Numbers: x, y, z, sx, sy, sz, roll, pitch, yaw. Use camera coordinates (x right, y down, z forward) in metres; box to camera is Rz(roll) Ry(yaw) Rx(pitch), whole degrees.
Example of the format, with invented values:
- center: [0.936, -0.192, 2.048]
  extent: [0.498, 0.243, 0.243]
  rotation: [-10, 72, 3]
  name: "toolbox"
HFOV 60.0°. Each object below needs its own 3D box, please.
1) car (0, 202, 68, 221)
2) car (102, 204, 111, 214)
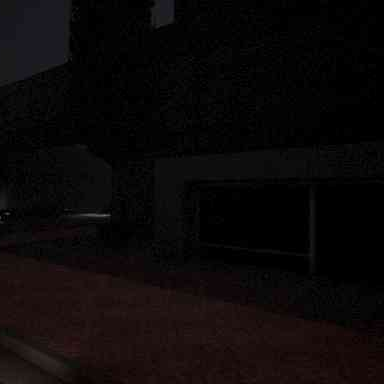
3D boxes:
- center: [-13.051, 1.546, 27.612]
  extent: [2.033, 1.411, 5.357]
  rotation: [0, 0, 36]
  name: "car"
- center: [-7.396, 1.524, 35.453]
  extent: [1.812, 1.442, 4.674]
  rotation: [0, 0, 36]
  name: "car"
